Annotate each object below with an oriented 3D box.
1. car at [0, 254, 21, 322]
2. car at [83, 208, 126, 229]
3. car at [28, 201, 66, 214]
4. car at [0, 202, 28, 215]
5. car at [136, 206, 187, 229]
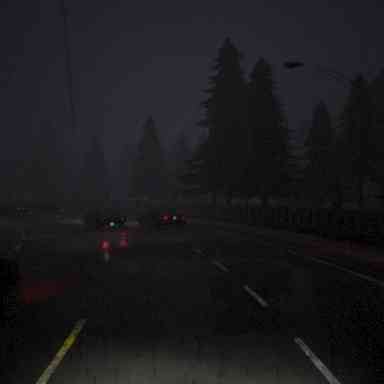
[{"bbox_3d":[-4.004,1.558,4.570,1.812,1.442,4.674,0,-1,-5],"label":"car"},{"bbox_3d":[-6.208,1.762,23.105,1.895,1.301,4.718,0,0,-30],"label":"car"},{"bbox_3d":[-16.547,1.795,38.662,4.674,1.442,1.812,0,-1,34],"label":"car"},{"bbox_3d":[-20.206,1.805,36.962,5.357,1.411,2.033,0,0,31],"label":"car"},{"bbox_3d":[-2.277,1.710,23.342,2.033,1.411,5.357,0,0,-28],"label":"car"}]
